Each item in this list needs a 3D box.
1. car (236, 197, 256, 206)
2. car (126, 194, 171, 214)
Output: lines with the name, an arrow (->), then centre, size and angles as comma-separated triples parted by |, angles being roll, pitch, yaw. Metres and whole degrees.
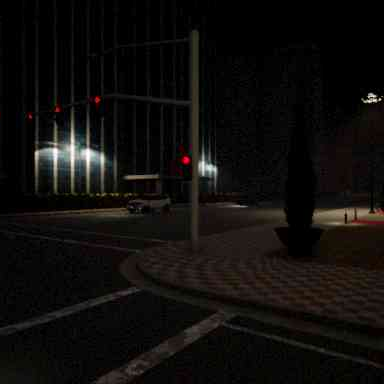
car -> 8.978, 1.556, 55.125 | 1.994, 1.385, 4.181 | 0, 0, 36
car -> -4.539, 1.213, 36.029 | 2.150, 2.045, 5.566 | 0, 0, 35
